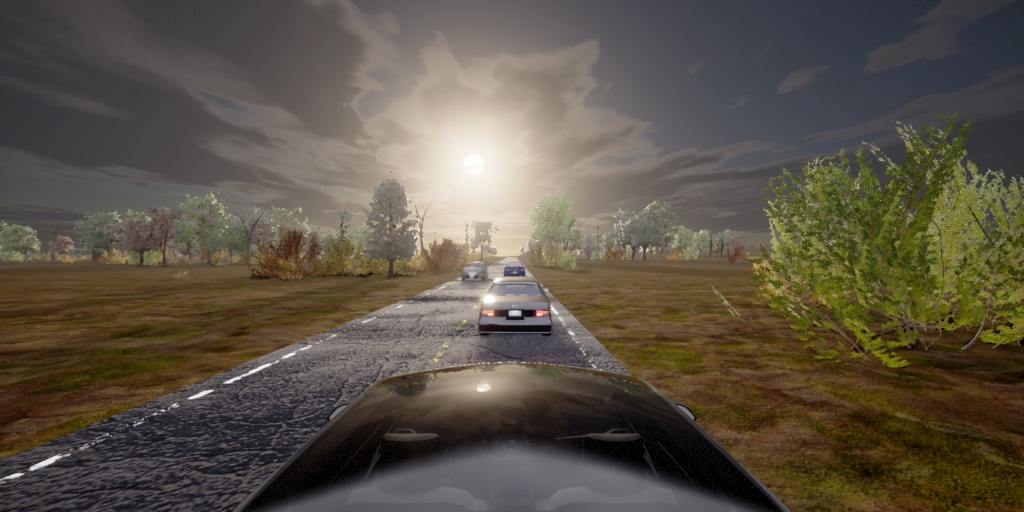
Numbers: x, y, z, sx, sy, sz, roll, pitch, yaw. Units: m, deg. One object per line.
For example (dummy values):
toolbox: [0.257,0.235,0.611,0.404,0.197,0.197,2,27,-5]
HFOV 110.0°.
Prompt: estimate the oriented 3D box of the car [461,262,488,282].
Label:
car: [-2.980,1.239,29.350,2.128,1.511,4.902,0,0,0]

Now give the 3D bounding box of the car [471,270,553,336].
car: [0.119,1.300,10.352,2.033,1.411,5.357,0,0,1]

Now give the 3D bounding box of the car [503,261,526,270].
car: [0.233,1.226,32.575,1.882,1.535,5.008,0,0,0]
